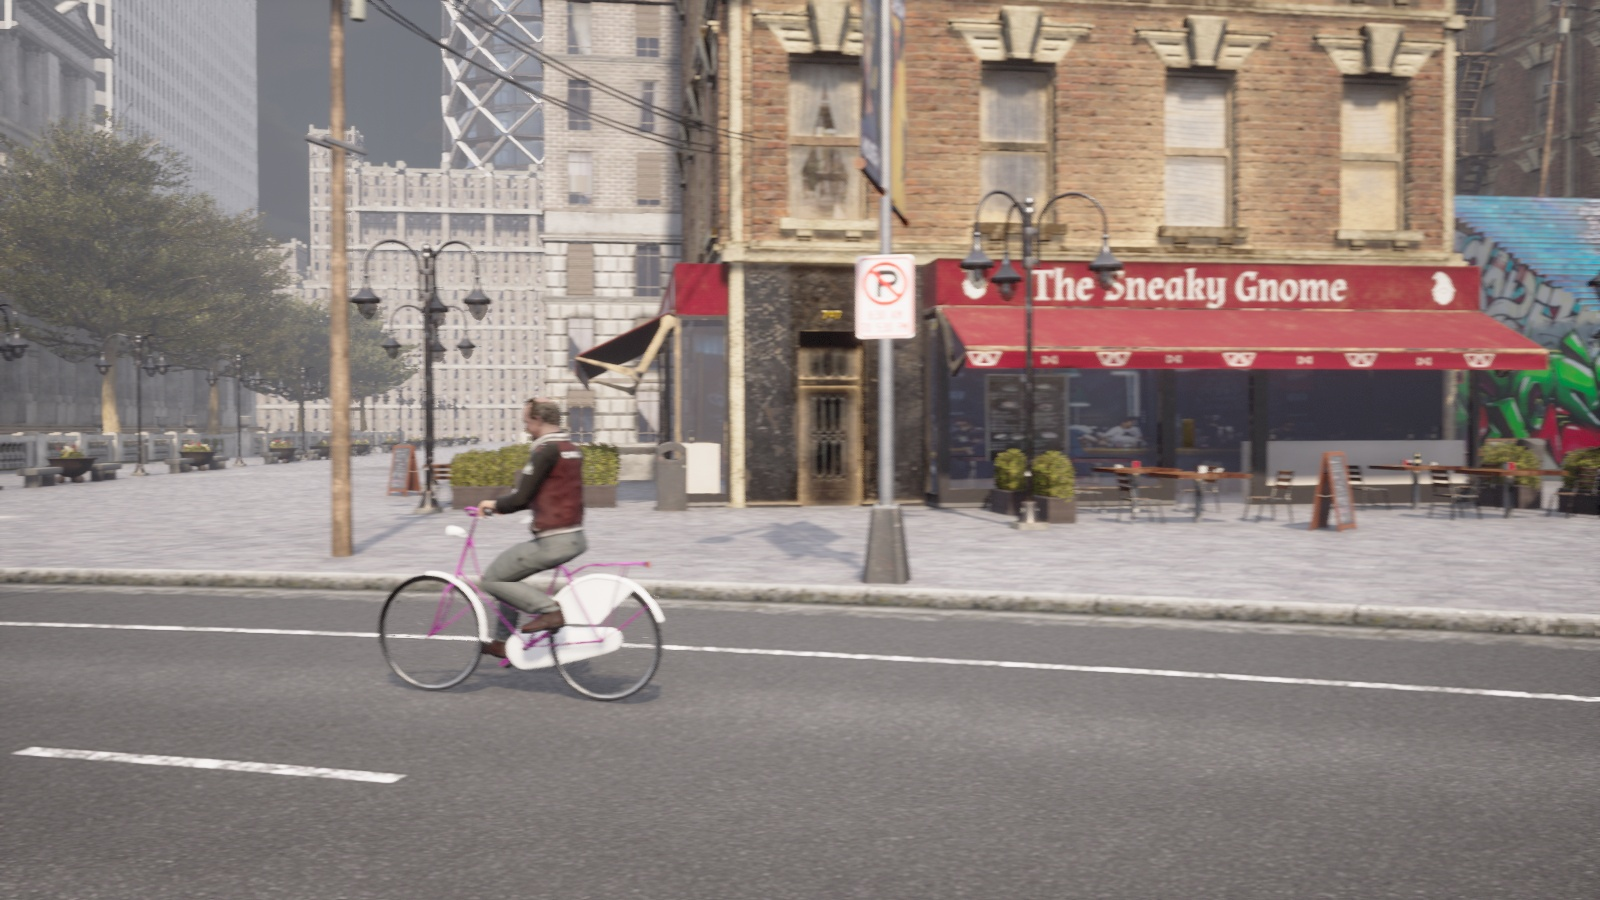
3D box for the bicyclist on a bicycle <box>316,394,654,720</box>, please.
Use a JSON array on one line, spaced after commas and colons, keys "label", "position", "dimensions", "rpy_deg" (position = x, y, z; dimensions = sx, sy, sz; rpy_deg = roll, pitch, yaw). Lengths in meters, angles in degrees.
[{"label": "bicyclist on a bicycle", "position": [-1.847, 0.565, 7.396], "dimensions": [1.843, 1.776, 0.659], "rpy_deg": [1, 1, 16]}]
